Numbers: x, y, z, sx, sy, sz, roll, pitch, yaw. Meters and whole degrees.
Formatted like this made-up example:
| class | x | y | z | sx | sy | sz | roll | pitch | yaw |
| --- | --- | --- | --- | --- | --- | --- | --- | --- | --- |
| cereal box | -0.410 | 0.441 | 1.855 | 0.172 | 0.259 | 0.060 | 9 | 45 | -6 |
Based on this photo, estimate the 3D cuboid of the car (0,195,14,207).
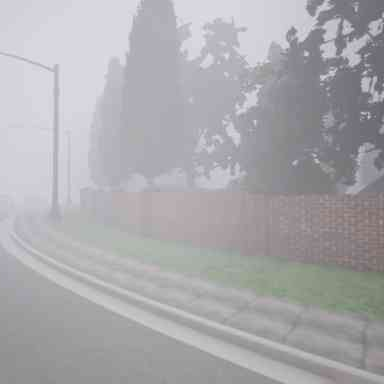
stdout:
| class | x | y | z | sx | sy | sz | roll | pitch | yaw |
| --- | --- | --- | --- | --- | --- | --- | --- | --- | --- |
| car | -23.562 | 1.045 | 41.102 | 1.812 | 1.442 | 4.674 | 0 | 0 | -11 |

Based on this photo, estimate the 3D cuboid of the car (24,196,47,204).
| class | x | y | z | sx | sy | sz | roll | pitch | yaw |
| --- | --- | --- | --- | --- | --- | --- | --- | --- | --- |
| car | -25.492 | 1.305 | 54.376 | 2.033 | 1.411 | 5.357 | 0 | -2 | -3 |
